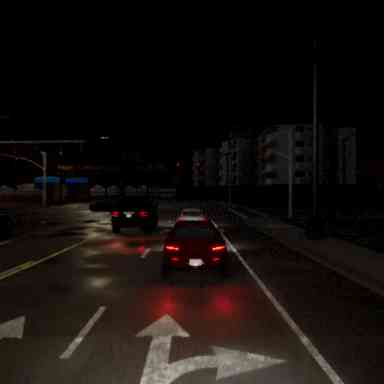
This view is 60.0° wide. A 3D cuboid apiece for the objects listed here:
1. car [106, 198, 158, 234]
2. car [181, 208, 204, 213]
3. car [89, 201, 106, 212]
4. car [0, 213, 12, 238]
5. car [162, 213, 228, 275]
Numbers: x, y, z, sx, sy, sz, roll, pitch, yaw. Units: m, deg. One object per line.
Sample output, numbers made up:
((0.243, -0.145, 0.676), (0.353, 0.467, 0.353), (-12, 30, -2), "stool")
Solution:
((-3.437, 1.381, 20.740), (2.150, 2.045, 5.566), (0, 0, 0), "car")
((0.033, 1.685, 20.123), (1.812, 1.442, 4.674), (0, 0, 1), "car")
((-9.928, 1.673, 38.611), (4.181, 1.385, 1.994), (0, 0, 27), "car")
((-10.597, 1.626, 15.886), (2.128, 1.511, 4.902), (0, 0, 0), "car")
((0.080, 1.625, 10.642), (1.812, 1.442, 4.674), (0, -1, 0), "car")
